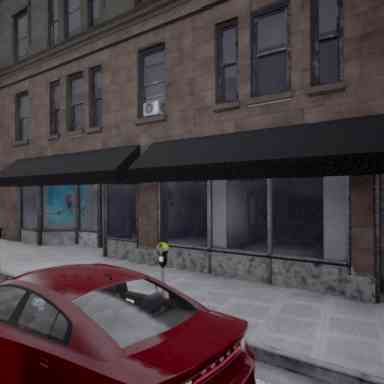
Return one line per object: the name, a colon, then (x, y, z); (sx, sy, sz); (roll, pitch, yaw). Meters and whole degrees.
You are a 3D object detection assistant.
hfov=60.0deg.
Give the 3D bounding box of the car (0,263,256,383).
car: (-1.501, 1.544, 3.919); (4.507, 1.381, 1.887); (0, 0, 35)
